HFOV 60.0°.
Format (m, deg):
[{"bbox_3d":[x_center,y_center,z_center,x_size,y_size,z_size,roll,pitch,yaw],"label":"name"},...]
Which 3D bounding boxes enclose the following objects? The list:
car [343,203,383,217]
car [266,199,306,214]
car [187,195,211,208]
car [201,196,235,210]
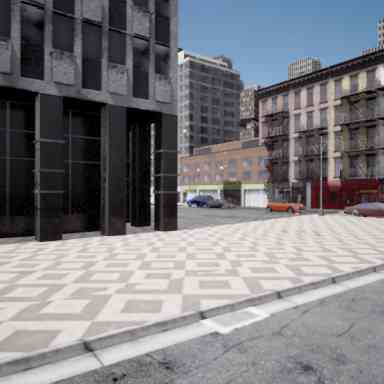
[{"bbox_3d":[16.550,1.677,30.080,2.033,1.411,5.357,0,-1,-33],"label":"car"},{"bbox_3d":[10.712,1.551,38.010,2.097,1.767,4.553,0,-1,-36],"label":"car"},{"bbox_3d":[1.367,1.555,56.086,2.150,2.045,5.566,0,0,-36],"label":"car"},{"bbox_3d":[4.047,1.763,47.119,2.128,1.511,4.902,0,-1,-36],"label":"car"}]
